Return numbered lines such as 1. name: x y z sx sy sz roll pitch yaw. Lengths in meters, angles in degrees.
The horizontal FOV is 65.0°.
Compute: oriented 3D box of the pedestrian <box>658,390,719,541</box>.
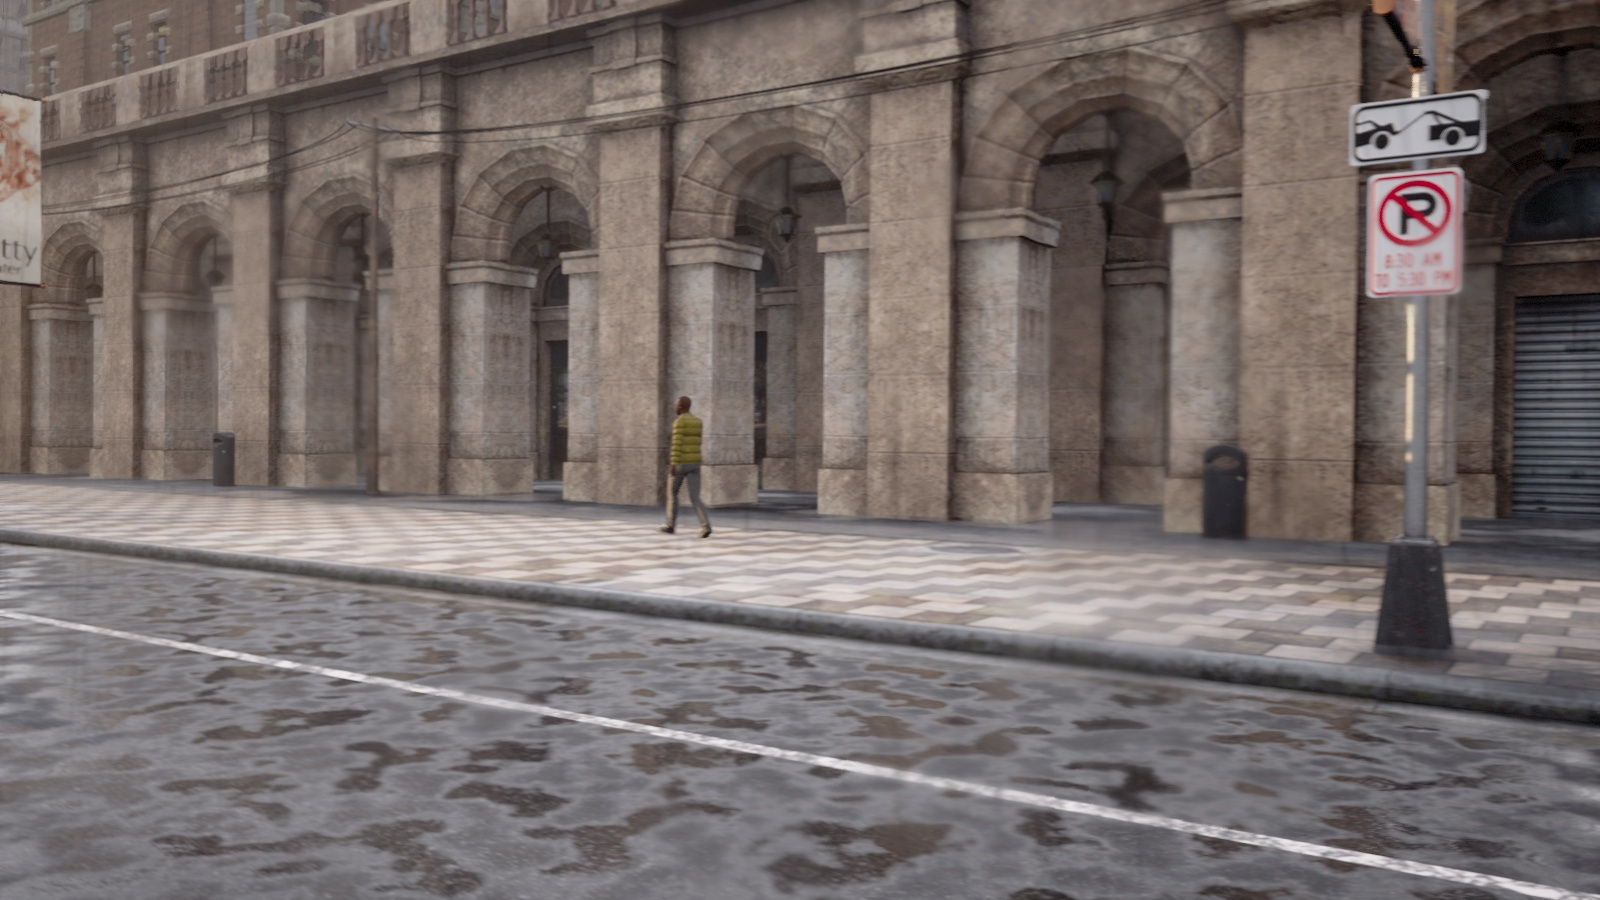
1. pedestrian: -1.396 0.186 15.714 0.370 1.835 0.726 -1 1 -45
